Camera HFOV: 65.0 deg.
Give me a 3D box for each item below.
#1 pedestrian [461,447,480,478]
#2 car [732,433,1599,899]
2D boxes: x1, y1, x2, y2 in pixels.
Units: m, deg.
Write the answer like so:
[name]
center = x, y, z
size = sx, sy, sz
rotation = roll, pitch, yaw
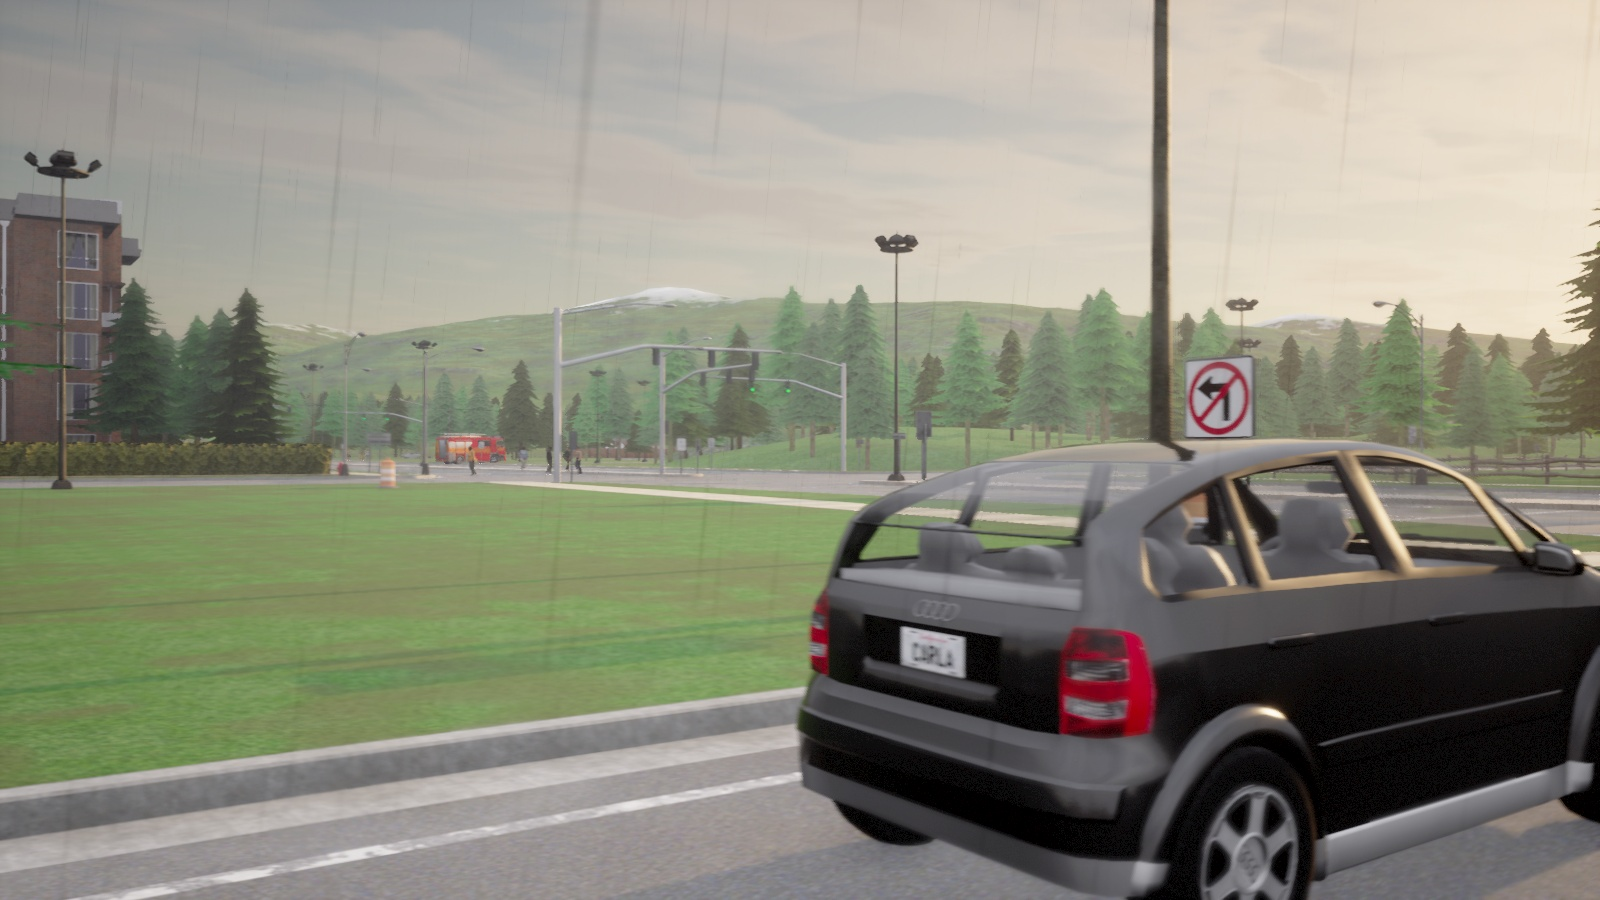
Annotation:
[pedestrian]
center = -20.237, 0.766, 77.208
size = 0.900, 1.855, 0.874
rotation = 0, 0, -32
[car]
center = 1.785, 0.732, 4.900
size = 3.705, 1.549, 1.789
rotation = 0, 0, -35
